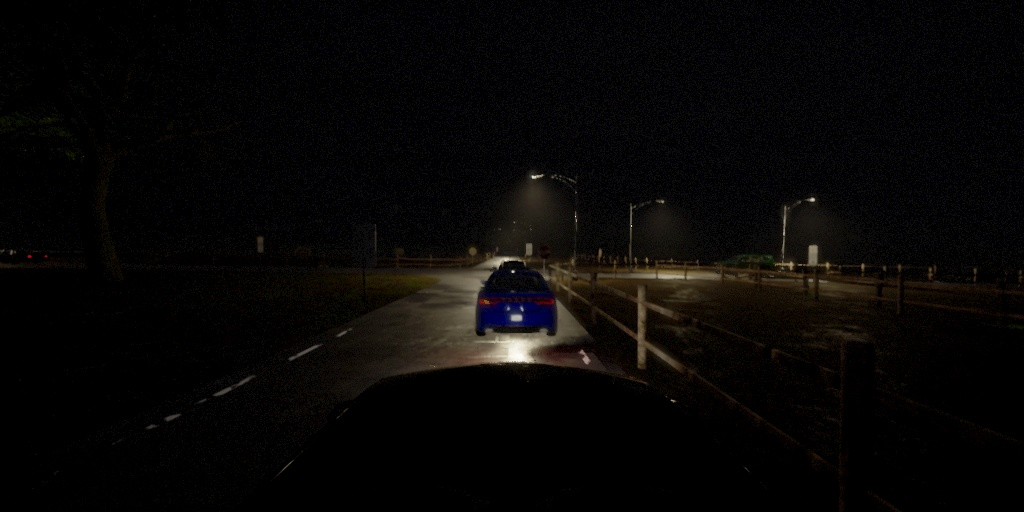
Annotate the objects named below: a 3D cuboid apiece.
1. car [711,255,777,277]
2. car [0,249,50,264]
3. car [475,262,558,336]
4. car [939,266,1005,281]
[{"bbox_3d":[22.447,0.912,34.738,5.566,2.045,2.150,1,2,-1],"label":"car"},{"bbox_3d":[-47.792,0.038,34.271,5.357,1.411,2.033,1,2,0],"label":"car"},{"bbox_3d":[0.104,1.099,9.926,1.882,1.535,5.008,0,1,0],"label":"car"},{"bbox_3d":[44.663,1.749,34.838,4.892,1.490,1.837,2,2,0],"label":"car"}]
